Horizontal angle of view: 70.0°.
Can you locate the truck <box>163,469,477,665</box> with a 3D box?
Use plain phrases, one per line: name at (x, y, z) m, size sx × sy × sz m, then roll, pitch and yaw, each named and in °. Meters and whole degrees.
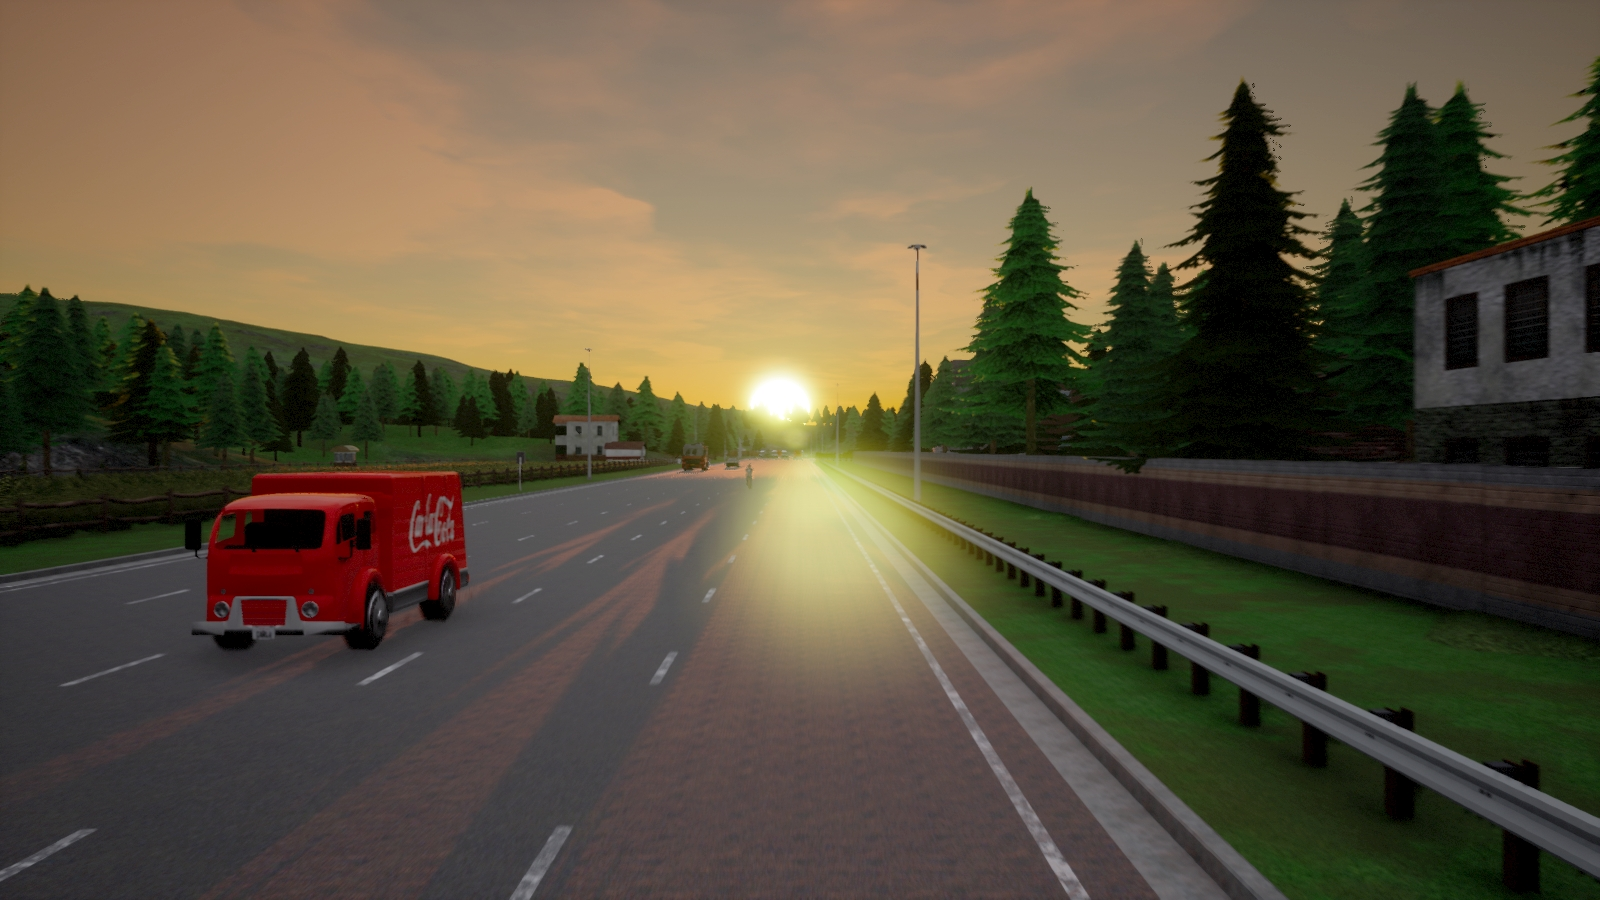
truck at (-6.999, 1.568, 17.505) m, size 2.627 × 2.467 × 5.204 m, roll 0°, pitch 0°, yaw 0°
